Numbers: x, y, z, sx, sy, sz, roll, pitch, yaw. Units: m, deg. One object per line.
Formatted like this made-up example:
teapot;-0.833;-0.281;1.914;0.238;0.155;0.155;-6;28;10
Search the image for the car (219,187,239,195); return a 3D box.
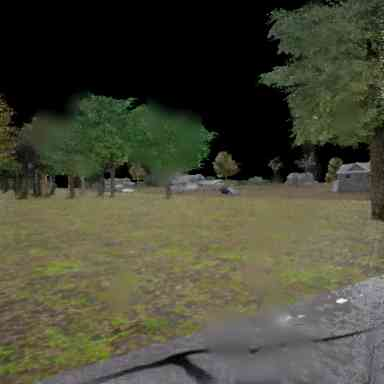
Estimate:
car;7.754;-0.211;70.016;2.097;1.767;4.553;1;0;-36
